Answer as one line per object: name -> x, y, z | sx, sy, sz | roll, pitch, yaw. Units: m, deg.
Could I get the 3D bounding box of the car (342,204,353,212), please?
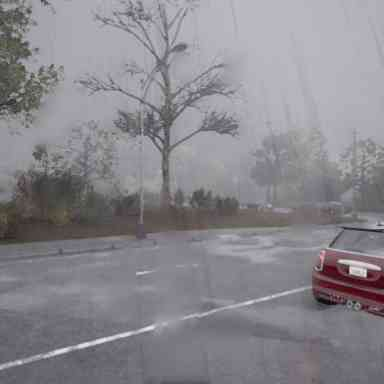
car -> 15.821, 1.724, 37.294 | 1.994, 1.385, 4.181 | 0, 0, -29

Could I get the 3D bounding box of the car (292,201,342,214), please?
car -> 12.940, 1.745, 35.218 | 1.895, 1.301, 4.718 | 0, 0, -28

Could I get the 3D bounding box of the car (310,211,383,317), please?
car -> 4.580, 1.386, 6.873 | 4.553, 1.767, 2.097 | 0, 0, -35

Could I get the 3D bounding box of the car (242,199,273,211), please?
car -> 8.551, 1.664, 43.439 | 2.128, 1.511, 4.902 | 0, 0, -27
